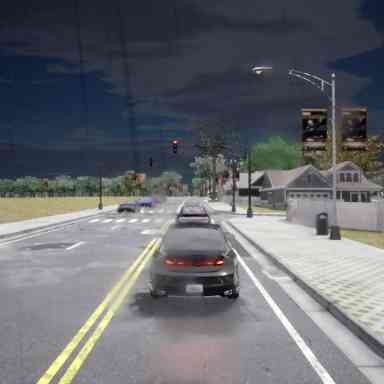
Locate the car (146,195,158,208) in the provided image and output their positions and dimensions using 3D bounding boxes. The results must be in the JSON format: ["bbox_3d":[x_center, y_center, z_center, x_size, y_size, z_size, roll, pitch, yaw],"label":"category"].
[{"bbox_3d":[-6.669,1.484,49.452,1.882,1.535,5.008,0,0,0],"label":"car"}]

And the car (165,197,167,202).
[{"bbox_3d":[-6.615,1.539,73.870,1.994,1.385,4.181,0,0,0],"label":"car"}]

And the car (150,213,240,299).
[{"bbox_3d":[0.070,1.510,8.476,1.837,1.490,4.892,0,0,1],"label":"car"}]

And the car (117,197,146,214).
[{"bbox_3d":[-6.667,1.558,35.788,2.033,1.411,5.357,0,0,0],"label":"car"}]

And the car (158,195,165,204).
[{"bbox_3d":[-6.659,1.353,61.915,2.097,1.767,4.553,0,0,0],"label":"car"}]

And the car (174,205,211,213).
[{"bbox_3d":[0.045,1.501,18.746,2.128,1.511,4.902,0,0,-2],"label":"car"}]
